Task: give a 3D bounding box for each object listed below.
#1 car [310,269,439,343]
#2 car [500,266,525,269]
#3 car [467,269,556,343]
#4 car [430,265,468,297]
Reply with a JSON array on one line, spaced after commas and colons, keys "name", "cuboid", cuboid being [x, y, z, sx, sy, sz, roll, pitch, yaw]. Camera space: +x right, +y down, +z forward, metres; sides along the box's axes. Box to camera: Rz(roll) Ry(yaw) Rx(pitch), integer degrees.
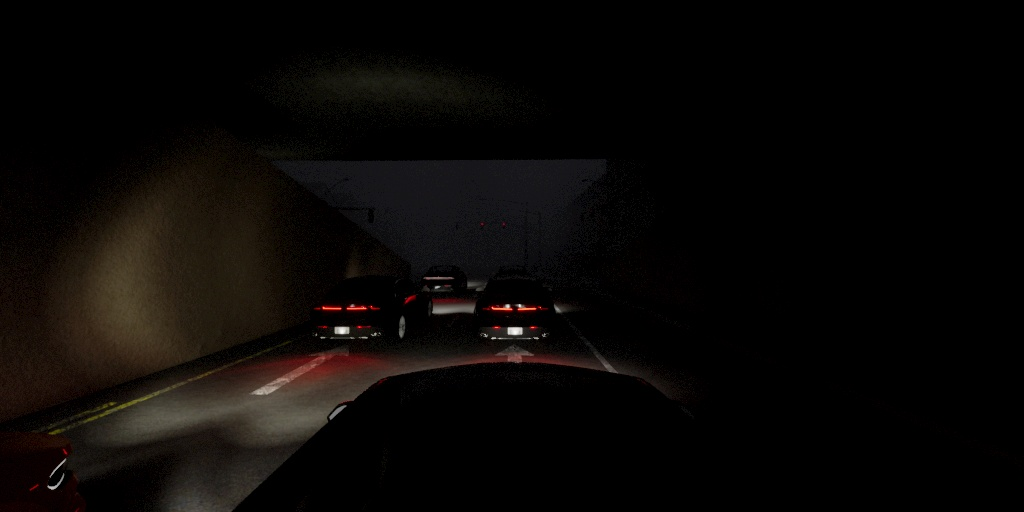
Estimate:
[{"name": "car", "cuboid": [-3.445, 1.255, 9.661, 1.837, 1.490, 4.892, 0, 0, 0]}, {"name": "car", "cuboid": [0.017, 1.255, 19.013, 1.837, 1.490, 4.892, 0, 0, 0]}, {"name": "car", "cuboid": [0.055, 1.255, 9.603, 1.837, 1.490, 4.892, 0, 0, 0]}, {"name": "car", "cuboid": [-3.479, 1.241, 18.978, 2.128, 1.511, 4.902, 0, 0, -1]}]
